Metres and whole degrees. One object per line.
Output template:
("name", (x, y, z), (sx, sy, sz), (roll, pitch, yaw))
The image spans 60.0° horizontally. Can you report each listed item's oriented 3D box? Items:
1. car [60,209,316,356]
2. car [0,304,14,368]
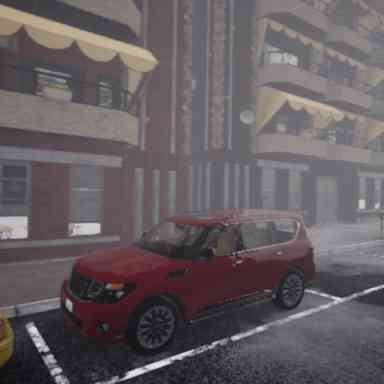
("car", (0.275, 1.312, 6.274), (5.009, 1.841, 2.192), (0, 2, -36))
("car", (-4.358, 1.534, 2.952), (4.829, 1.417, 1.752), (0, 2, -36))
